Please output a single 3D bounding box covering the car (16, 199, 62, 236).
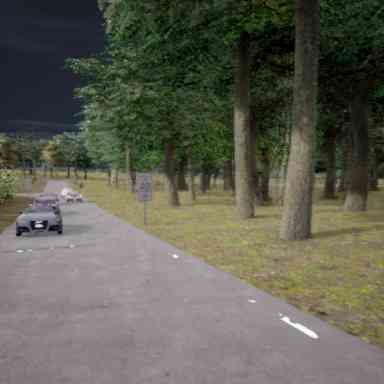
[{"bbox_3d":[-7.760,1.333,17.025,1.994,1.385,4.181,-1,2,-23],"label":"car"}]

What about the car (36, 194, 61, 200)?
[{"bbox_3d":[-11.552,1.151,26.231,1.895,1.301,4.718,-1,2,-22],"label":"car"}]

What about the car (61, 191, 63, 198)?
[{"bbox_3d":[-20.909,0.155,55.842,1.812,1.442,4.674,-2,2,-26],"label":"car"}]

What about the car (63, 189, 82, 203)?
[{"bbox_3d":[-15.317,0.625,43.068,1.895,1.301,4.718,-1,2,-22],"label":"car"}]
